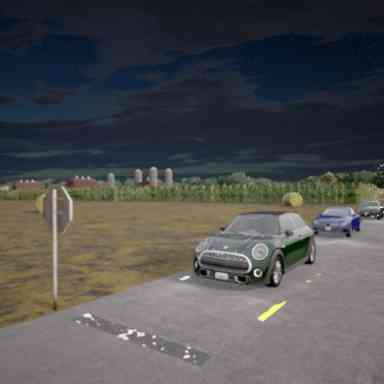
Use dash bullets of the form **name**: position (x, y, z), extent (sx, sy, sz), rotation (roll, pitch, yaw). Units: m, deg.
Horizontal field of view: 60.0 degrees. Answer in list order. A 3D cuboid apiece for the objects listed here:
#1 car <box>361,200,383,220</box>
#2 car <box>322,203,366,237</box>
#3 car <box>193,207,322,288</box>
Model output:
- **car**: position (15.380, 1.506, 28.767), extent (1.837, 1.490, 4.892), rotation (0, 0, 35)
- **car**: position (8.021, 1.531, 18.224), extent (1.812, 1.442, 4.674), rotation (0, 0, 35)
- **car**: position (1.970, 1.356, 9.545), extent (2.097, 1.767, 4.553), rotation (0, 0, 35)
